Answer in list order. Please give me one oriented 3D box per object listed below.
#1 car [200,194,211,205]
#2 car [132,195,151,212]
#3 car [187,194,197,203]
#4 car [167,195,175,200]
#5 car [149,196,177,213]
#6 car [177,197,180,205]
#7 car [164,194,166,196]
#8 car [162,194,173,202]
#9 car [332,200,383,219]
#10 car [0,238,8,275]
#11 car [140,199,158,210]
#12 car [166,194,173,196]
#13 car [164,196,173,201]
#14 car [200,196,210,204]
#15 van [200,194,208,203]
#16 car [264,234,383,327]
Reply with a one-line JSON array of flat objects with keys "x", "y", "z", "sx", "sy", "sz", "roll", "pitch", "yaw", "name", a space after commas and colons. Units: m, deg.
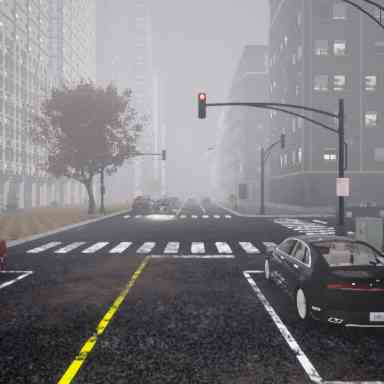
[{"x": 2.610, "y": 1.610, "z": 61.425, "sx": 1.947, "sy": 1.339, "sz": 4.313, "roll": 0, "pitch": 0, "yaw": 0, "name": "car"}, {"x": -5.743, "y": 1.336, "z": 39.324, "sx": 2.192, "sy": 1.841, "sz": 5.009, "roll": 0, "pitch": 0, "yaw": 0, "name": "car"}, {"x": -0.089, "y": 1.602, "z": 68.653, "sx": 2.033, "sy": 1.411, "sz": 5.357, "roll": 0, "pitch": 0, "yaw": 0, "name": "car"}, {"x": -5.814, "y": 1.654, "z": 94.552, "sx": 2.008, "sy": 1.369, "sz": 4.403, "roll": 0, "pitch": 0, "yaw": 0, "name": "car"}, {"x": -3.147, "y": 1.510, "z": 37.139, "sx": 2.128, "sy": 1.511, "sz": 4.902, "roll": 0, "pitch": 0, "yaw": 0, "name": "car"}, {"x": -3.159, "y": 1.630, "z": 47.412, "sx": 1.895, "sy": 1.301, "sz": 4.718, "roll": 0, "pitch": 0, "yaw": 0, "name": "car"}, {"x": -5.786, "y": 1.627, "z": 72.461, "sx": 1.947, "sy": 1.339, "sz": 4.313, "roll": 0, "pitch": 0, "yaw": 0, "name": "car"}, {"x": -5.793, "y": 1.385, "z": 77.983, "sx": 2.192, "sy": 1.841, "sz": 5.009, "roll": 0, "pitch": 0, "yaw": 0, "name": "car"}, {"x": 13.391, "y": 1.350, "z": 26.366, "sx": 4.403, "sy": 1.369, "sz": 2.008, "roll": -1, "pitch": 1, "yaw": -1, "name": "car"}, {"x": -5.701, "y": 1.545, "z": 6.936, "sx": 1.887, "sy": 1.381, "sz": 4.507, "roll": 0, "pitch": 0, "yaw": 0, "name": "car"}, {"x": -5.750, "y": 1.592, "z": 44.847, "sx": 1.947, "sy": 1.339, "sz": 4.313, "roll": 0, "pitch": 0, "yaw": 0, "name": "car"}, {"x": -3.153, "y": 1.518, "z": 58.352, "sx": 1.882, "sy": 1.535, "sz": 5.008, "roll": 0, "pitch": 0, "yaw": 0, "name": "car"}, {"x": -5.800, "y": 1.632, "z": 83.507, "sx": 2.008, "sy": 1.369, "sz": 4.403, "roll": 0, "pitch": 0, "yaw": 0, "name": "car"}, {"x": 2.602, "y": 1.578, "z": 67.118, "sx": 1.752, "sy": 1.417, "sz": 4.829, "roll": 0, "pitch": 0, "yaw": 0, "name": "car"}, {"x": 2.595, "y": 1.402, "z": 72.472, "sx": 1.690, "sy": 1.788, "sz": 3.998, "roll": 0, "pitch": 0, "yaw": 0, "name": "van"}, {"x": 2.679, "y": 1.551, "z": 6.946, "sx": 2.008, "sy": 1.369, "sz": 4.403, "roll": 0, "pitch": 0, "yaw": 0, "name": "car"}]
